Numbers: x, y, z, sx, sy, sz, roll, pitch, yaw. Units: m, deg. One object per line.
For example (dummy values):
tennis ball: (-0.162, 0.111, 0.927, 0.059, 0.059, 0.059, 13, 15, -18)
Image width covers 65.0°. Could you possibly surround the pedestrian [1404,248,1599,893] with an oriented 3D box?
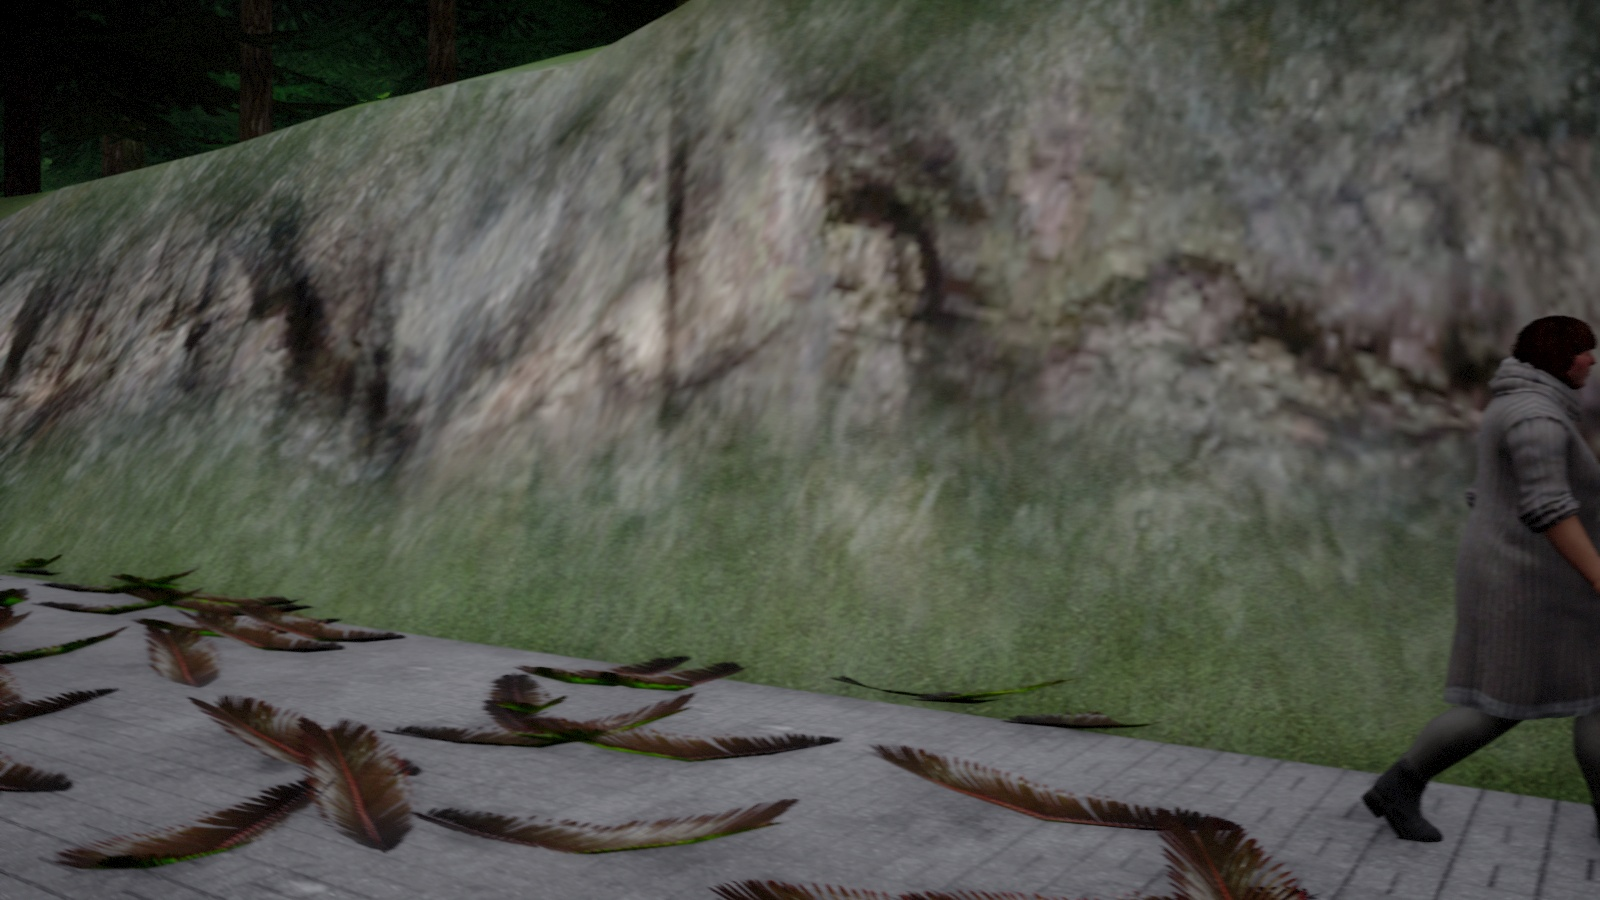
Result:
pedestrian: (2.511, 0.362, 4.122, 0.873, 1.952, 0.659, 0, 1, 33)
